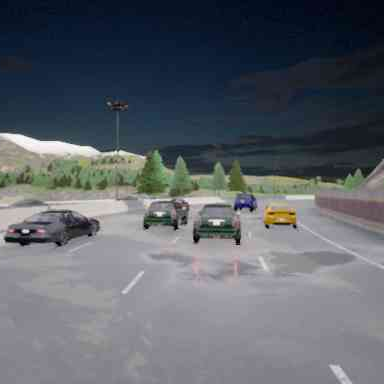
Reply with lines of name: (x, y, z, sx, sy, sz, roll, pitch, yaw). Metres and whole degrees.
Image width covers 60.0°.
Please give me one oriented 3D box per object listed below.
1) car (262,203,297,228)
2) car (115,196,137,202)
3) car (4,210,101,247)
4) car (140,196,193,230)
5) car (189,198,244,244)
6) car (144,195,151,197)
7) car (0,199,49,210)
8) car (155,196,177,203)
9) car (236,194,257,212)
car: (5.762, 1.474, 22.184, 1.882, 1.535, 5.008, 0, 0, 10)
car: (-13.173, 1.440, 66.771, 2.033, 1.411, 5.357, 0, 0, 24)
car: (-5.941, 1.518, 14.945, 2.033, 1.411, 5.357, 0, 0, 7)
car: (-1.520, 1.329, 21.040, 2.097, 1.767, 4.553, 0, 0, 9)
car: (1.296, 1.341, 16.087, 2.097, 1.767, 4.553, 0, 0, 7)
car: (-8.897, 1.428, 67.639, 1.812, 1.442, 4.674, 0, 0, 24)
car: (-14.486, 1.439, 28.993, 1.837, 1.490, 4.892, 0, 0, 12)
car: (-5.257, 1.469, 67.191, 2.033, 1.411, 5.357, 0, 0, 26)
car: (6.432, 1.204, 39.526, 2.150, 2.045, 5.566, 0, 0, 17)
